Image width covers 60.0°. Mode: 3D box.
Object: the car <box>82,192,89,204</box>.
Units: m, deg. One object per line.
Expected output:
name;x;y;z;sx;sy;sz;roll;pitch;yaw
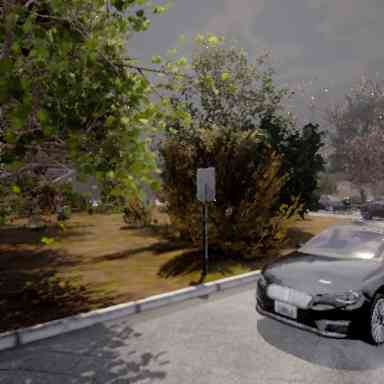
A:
car;-15.181;1.012;43.289;2.435;2.045;5.566;-2;1;-38

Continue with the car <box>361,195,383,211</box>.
car;12.339;1.086;20.201;1.812;1.442;4.674;0;0;-12

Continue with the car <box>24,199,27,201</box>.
car;-19.500;1.146;39.947;2.435;2.045;5.566;-2;1;-38

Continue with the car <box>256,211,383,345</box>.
car;3.252;1.355;6.248;4.902;1.511;2.128;-2;1;-38

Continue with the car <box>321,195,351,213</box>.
car;11.519;1.022;29.511;2.128;1.511;4.902;0;0;-37
